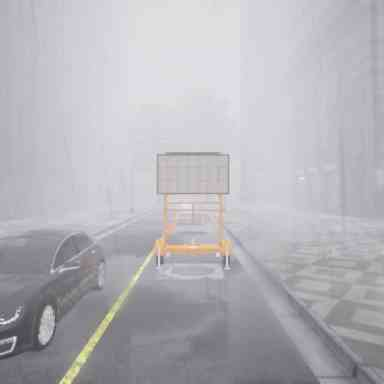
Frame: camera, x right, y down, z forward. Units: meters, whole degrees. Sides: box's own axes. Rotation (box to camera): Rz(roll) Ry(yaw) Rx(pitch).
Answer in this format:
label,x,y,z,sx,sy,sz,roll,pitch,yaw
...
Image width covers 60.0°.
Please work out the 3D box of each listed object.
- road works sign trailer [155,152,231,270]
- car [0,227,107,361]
label,x,y,z,sx,sy,sz,roll,pitch,yaw
road works sign trailer,0.035,0.478,11.118,2.380,3.560,2.880,0,0,0
car,-2.984,1.511,6.255,1.837,1.490,4.892,0,0,0
